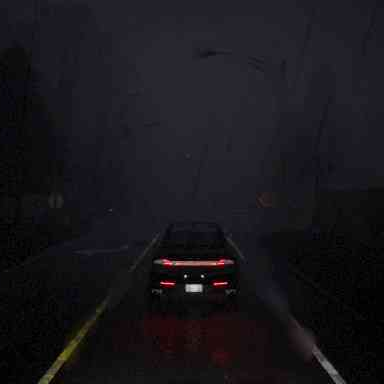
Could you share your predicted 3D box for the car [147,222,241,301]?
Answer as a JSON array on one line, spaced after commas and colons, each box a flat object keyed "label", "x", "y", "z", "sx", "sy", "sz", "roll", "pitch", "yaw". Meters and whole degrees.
[{"label": "car", "x": 0.055, "y": 1.492, "z": 8.322, "sx": 2.128, "sy": 1.511, "sz": 4.902, "roll": 0, "pitch": 0, "yaw": 0}]

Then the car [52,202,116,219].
[{"label": "car", "x": -9.302, "y": 1.559, "z": 28.603, "sx": 5.357, "sy": 1.411, "sz": 2.033, "roll": 0, "pitch": 0, "yaw": -3}]

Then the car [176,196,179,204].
[{"label": "car", "x": -3.553, "y": 1.507, "z": 61.902, "sx": 1.837, "sy": 1.490, "sz": 4.892, "roll": 0, "pitch": -1, "yaw": 0}]

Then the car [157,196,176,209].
[{"label": "car", "x": -3.592, "y": 1.477, "z": 44.793, "sx": 1.882, "sy": 1.535, "sz": 5.008, "roll": 0, "pitch": 0, "yaw": 0}]

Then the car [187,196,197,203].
[{"label": "car", "x": 0.010, "y": 1.491, "z": 69.553, "sx": 2.128, "sy": 1.511, "sz": 4.902, "roll": 0, "pitch": 0, "yaw": 0}]
